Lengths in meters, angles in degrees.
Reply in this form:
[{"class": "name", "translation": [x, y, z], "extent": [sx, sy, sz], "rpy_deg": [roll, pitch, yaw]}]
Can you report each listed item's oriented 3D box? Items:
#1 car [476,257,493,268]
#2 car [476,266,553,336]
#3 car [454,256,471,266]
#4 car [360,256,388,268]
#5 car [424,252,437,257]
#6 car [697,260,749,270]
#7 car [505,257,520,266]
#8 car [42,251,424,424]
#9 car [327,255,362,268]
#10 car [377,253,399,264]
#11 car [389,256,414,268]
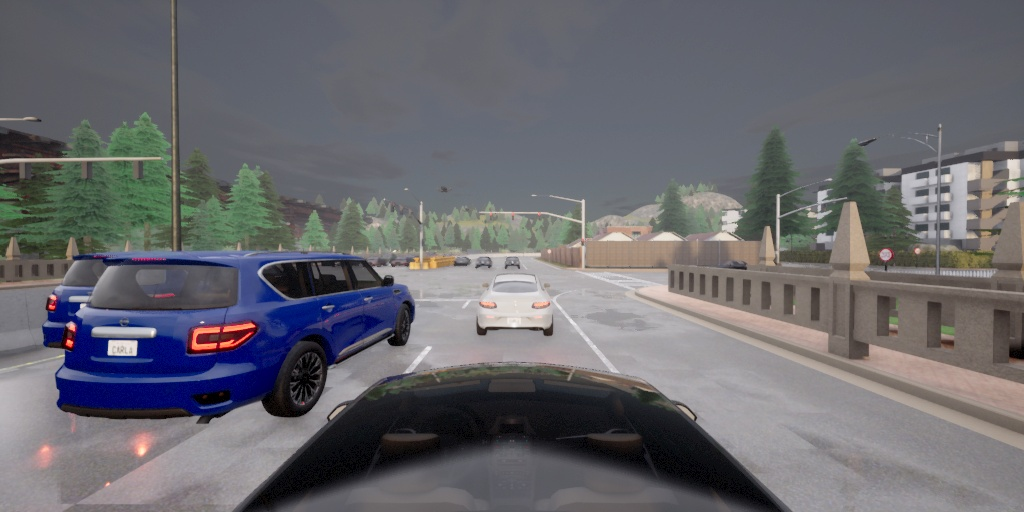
[{"class": "car", "translation": [-3.445, 0.768, 44.914], "extent": [2.033, 1.411, 5.357], "rpy_deg": [0, 1, 0]}, {"class": "car", "translation": [0.110, 1.195, 9.993], "extent": [1.812, 1.442, 4.674], "rpy_deg": [0, 1, 2]}, {"class": "car", "translation": [-6.953, 0.708, 50.854], "extent": [1.994, 1.385, 4.181], "rpy_deg": [0, 1, 0]}, {"class": "car", "translation": [-17.639, 0.768, 46.098], "extent": [1.994, 1.385, 4.181], "rpy_deg": [0, 1, 0]}, {"class": "car", "translation": [-14.126, 0.492, 62.021], "extent": [2.128, 1.511, 4.902], "rpy_deg": [0, 1, 0]}, {"class": "car", "translation": [18.037, 1.014, 29.982], "extent": [4.718, 1.301, 1.895], "rpy_deg": [0, 1, 2]}, {"class": "car", "translation": [0.054, 0.768, 44.923], "extent": [2.033, 1.411, 5.357], "rpy_deg": [0, 1, 0]}, {"class": "car", "translation": [-3.487, 0.934, 6.073], "extent": [2.150, 2.045, 5.566], "rpy_deg": [0, 1, 4]}, {"class": "car", "translation": [-21.140, 0.705, 45.416], "extent": [2.128, 1.511, 4.902], "rpy_deg": [0, 1, 0]}, {"class": "car", "translation": [-21.120, 0.361, 61.299], "extent": [2.097, 1.767, 4.553], "rpy_deg": [0, 1, 0]}, {"class": "car", "translation": [-14.097, 0.769, 46.112], "extent": [1.994, 1.385, 4.181], "rpy_deg": [0, 1, -1]}]
